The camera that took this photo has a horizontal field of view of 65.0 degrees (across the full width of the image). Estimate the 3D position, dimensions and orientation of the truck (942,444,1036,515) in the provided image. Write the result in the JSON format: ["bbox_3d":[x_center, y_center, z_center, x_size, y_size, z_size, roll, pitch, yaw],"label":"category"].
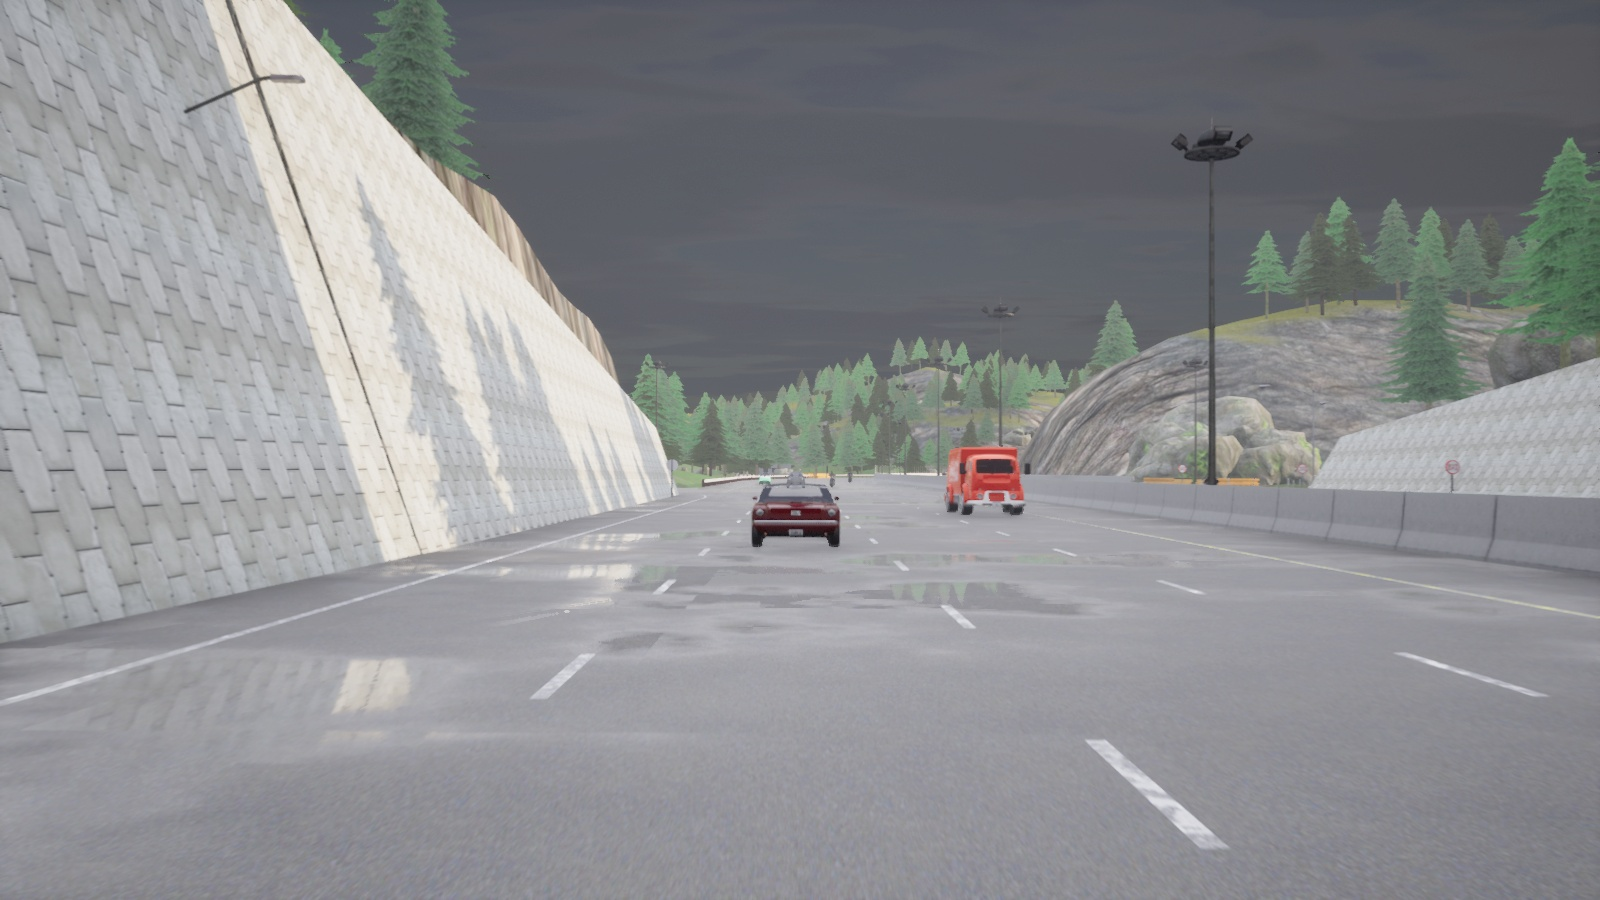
[{"bbox_3d":[6.855,1.073,46.148,2.627,2.467,5.204,0,-1,0],"label":"truck"}]

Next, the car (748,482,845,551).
[{"bbox_3d":[-0.081,1.369,27.117,1.895,1.301,4.718,0,-1,0],"label":"car"}]
